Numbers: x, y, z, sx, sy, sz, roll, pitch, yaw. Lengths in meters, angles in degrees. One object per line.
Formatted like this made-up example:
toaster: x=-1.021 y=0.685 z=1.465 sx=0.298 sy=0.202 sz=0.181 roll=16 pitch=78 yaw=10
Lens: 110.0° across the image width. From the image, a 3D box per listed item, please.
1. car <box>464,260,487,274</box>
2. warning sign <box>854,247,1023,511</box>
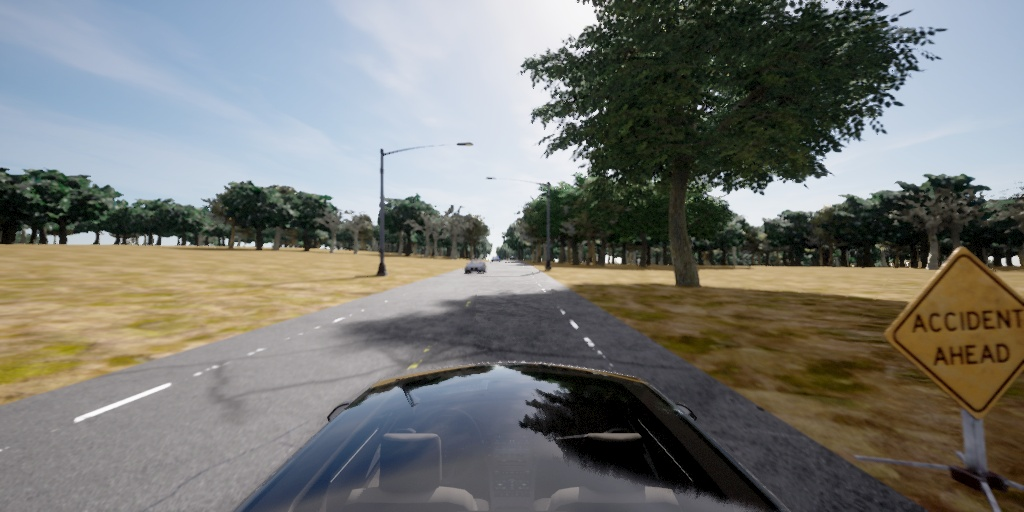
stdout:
car: x=-3.591 y=1.075 z=36.024 sx=1.994 sy=1.385 sz=4.181 roll=0 pitch=0 yaw=0
warning sign: x=3.550 y=0.859 z=2.725 sx=1.300 sy=1.860 sz=1.060 roll=0 pitch=0 yaw=0
